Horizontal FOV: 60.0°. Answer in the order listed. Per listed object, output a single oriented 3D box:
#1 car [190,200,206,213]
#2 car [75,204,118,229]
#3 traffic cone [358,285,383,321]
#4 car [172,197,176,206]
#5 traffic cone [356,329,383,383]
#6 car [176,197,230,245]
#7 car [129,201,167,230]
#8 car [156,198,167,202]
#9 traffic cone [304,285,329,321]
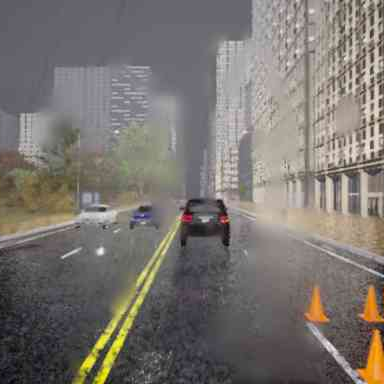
[{"bbox_3d":[0.701,1.719,41.600,1.812,1.442,4.674,1,0,0],"label":"car"},{"bbox_3d":[-6.103,1.548,21.831,1.812,1.442,4.674,1,0,0],"label":"car"},{"bbox_3d":[3.276,2.007,6.080,0.340,0.580,0.340,1,0,0],"label":"traffic cone"},{"bbox_3d":[-2.550,1.678,63.195,2.097,1.767,4.553,1,-1,1],"label":"car"},{"bbox_3d":[2.266,1.990,4.085,0.340,0.580,0.340,1,0,0],"label":"traffic cone"},{"bbox_3d":[0.568,1.282,16.108,2.150,2.045,5.566,1,-1,0],"label":"car"},{"bbox_3d":[-2.854,1.580,21.818,1.812,1.442,4.674,1,0,0],"label":"car"},{"bbox_3d":[-5.799,1.811,63.160,1.812,1.442,4.674,1,0,1],"label":"car"},{"bbox_3d":[2.276,1.997,6.085,0.340,0.580,0.340,1,0,0],"label":"traffic cone"}]
